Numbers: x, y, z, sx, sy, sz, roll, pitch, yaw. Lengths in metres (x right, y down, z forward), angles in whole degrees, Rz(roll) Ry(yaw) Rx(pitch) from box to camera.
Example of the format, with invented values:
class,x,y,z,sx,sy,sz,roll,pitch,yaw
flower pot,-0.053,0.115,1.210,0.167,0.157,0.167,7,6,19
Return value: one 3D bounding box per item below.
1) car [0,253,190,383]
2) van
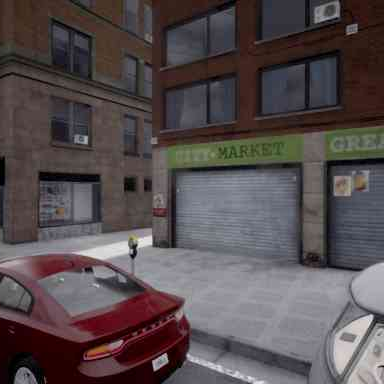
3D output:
class,x,y,z,sx,sy,sz,roll,pitch,yaw
car,-2.127,1.544,4.592,4.507,1.381,1.887,0,0,35
van,2.482,1.341,1.306,3.998,1.788,1.690,0,0,35
